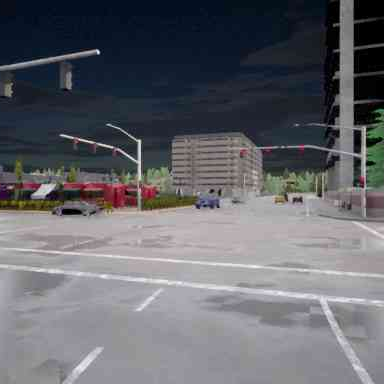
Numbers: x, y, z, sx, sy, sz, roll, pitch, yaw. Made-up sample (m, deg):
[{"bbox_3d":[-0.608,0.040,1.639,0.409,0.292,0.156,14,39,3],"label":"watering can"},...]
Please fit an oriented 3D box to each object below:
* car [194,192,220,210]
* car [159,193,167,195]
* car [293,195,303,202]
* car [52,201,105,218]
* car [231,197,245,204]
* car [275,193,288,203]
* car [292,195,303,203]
[{"bbox_3d":[2.171,1.222,43.887,2.150,2.045,5.566,0,0,19],"label":"car"},{"bbox_3d":[-7.924,1.209,81.463,4.605,1.855,1.932,0,0,19],"label":"car"},{"bbox_3d":[24.780,1.525,77.346,2.128,1.511,4.902,0,0,19],"label":"car"},{"bbox_3d":[-10.384,1.548,30.497,4.902,1.511,2.128,0,0,14],"label":"car"},{"bbox_3d":[8.601,1.601,62.617,1.895,1.301,4.718,0,0,19],"label":"car"},{"bbox_3d":[18.270,1.478,69.010,1.882,1.535,5.008,0,0,19],"label":"car"},{"bbox_3d":[21.483,1.478,67.604,1.882,1.535,5.008,0,0,19],"label":"car"}]
